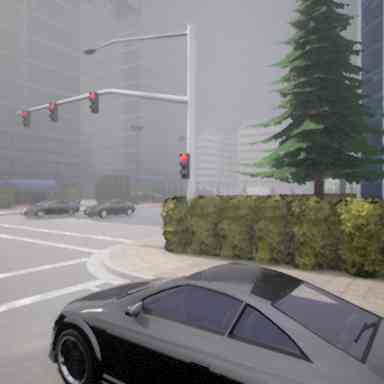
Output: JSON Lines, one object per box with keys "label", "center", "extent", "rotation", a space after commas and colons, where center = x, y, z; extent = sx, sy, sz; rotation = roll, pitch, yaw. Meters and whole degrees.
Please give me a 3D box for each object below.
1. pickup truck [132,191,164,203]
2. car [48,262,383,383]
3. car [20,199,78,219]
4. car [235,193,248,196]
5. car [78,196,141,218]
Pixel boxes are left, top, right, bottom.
{"label": "pickup truck", "center": [-7.951, 0.883, 56.360], "extent": [6.274, 2.098, 2.390], "rotation": [0, 0, -24]}
{"label": "car", "center": [0.244, 1.555, 3.805], "extent": [4.181, 1.385, 1.994], "rotation": [0, 0, 36]}
{"label": "car", "center": [-11.875, 1.374, 28.136], "extent": [2.128, 1.511, 4.902], "rotation": [0, 0, 35]}
{"label": "car", "center": [8.195, 0.892, 56.511], "extent": [2.097, 1.767, 4.553], "rotation": [0, 0, 35]}
{"label": "car", "center": [-7.068, 1.404, 28.892], "extent": [1.837, 1.490, 4.892], "rotation": [0, 0, 35]}
